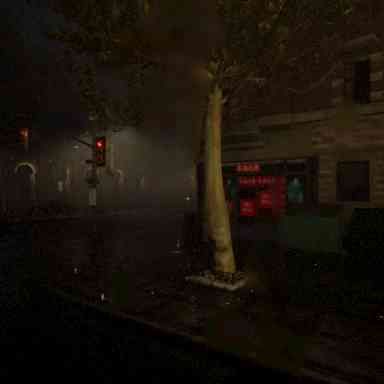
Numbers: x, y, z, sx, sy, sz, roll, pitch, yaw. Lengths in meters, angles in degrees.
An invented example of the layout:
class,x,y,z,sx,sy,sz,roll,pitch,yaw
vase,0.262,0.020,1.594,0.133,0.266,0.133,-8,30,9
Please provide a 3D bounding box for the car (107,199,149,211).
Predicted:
class,x,y,z,sx,sy,sz,roll,pitch,yaw
car,-7.481,1.601,40.033,1.895,1.301,4.718,0,0,36

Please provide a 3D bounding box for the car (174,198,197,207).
class,x,y,z,sx,sy,sz,roll,pitch,yaw
car,-0.340,1.548,49.763,2.033,1.411,5.357,0,0,36

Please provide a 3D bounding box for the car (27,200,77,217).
class,x,y,z,sx,sy,sz,roll,pitch,yaw
car,-13.376,1.526,31.956,1.812,1.442,4.674,0,0,36

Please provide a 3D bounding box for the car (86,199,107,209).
class,x,y,z,sx,sy,sz,roll,pitch,yaw
car,-11.959,1.595,45.174,1.895,1.301,4.718,0,0,36
